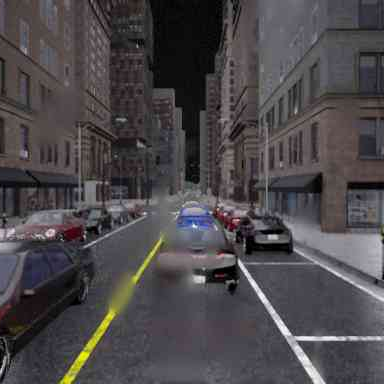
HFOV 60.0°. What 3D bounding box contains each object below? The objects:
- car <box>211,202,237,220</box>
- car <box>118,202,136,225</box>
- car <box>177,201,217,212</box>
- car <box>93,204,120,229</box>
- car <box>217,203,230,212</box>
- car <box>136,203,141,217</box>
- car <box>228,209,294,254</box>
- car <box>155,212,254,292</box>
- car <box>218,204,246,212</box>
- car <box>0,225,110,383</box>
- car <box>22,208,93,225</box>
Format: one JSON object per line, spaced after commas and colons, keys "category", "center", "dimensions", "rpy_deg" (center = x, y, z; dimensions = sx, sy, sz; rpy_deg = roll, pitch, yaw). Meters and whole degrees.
{"category": "car", "center": [2.826, 1.625, 30.004], "dimensions": [1.887, 1.381, 4.507], "rpy_deg": [-1, 0, 0]}
{"category": "car", "center": [-5.712, 1.616, 24.520], "dimensions": [2.008, 1.369, 4.403], "rpy_deg": [-1, 0, 0]}
{"category": "car", "center": [0.146, 1.527, 18.944], "dimensions": [1.882, 1.535, 5.008], "rpy_deg": [0, 0, 0]}
{"category": "car", "center": [-5.726, 1.616, 19.015], "dimensions": [1.947, 1.339, 4.313], "rpy_deg": [-1, 0, 0]}
{"category": "car", "center": [2.812, 1.610, 24.499], "dimensions": [1.887, 1.381, 4.507], "rpy_deg": [-1, 0, 0]}
{"category": "car", "center": [-5.699, 1.625, 30.026], "dimensions": [1.887, 1.381, 4.507], "rpy_deg": [-1, 0, 0]}
{"category": "car", "center": [2.785, 1.601, 13.489], "dimensions": [1.947, 1.339, 4.313], "rpy_deg": [-1, 0, 0]}
{"category": "car", "center": [0.121, 1.515, 8.990], "dimensions": [2.128, 1.511, 4.902], "rpy_deg": [0, 0, 0]}
{"category": "car", "center": [2.799, 1.594, 18.993], "dimensions": [1.887, 1.381, 4.507], "rpy_deg": [-1, 0, 0]}
{"category": "car", "center": [-3.088, 1.561, 5.406], "dimensions": [2.033, 1.411, 5.357], "rpy_deg": [0, 0, 0]}
{"category": "car", "center": [-5.742, 1.475, 13.510], "dimensions": [1.967, 1.590, 4.097], "rpy_deg": [-1, 0, 0]}
